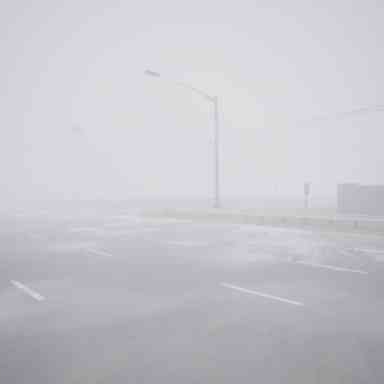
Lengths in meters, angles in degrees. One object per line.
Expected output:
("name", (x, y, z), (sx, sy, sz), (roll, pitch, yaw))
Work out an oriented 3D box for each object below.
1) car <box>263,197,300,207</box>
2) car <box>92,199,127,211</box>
("car", (11.913, 1.372, 44.359), (4.718, 1.301, 1.895), (-1, 0, -18))
("car", (-10.290, 1.629, 41.425), (4.181, 1.385, 1.994), (-1, 0, 10))
